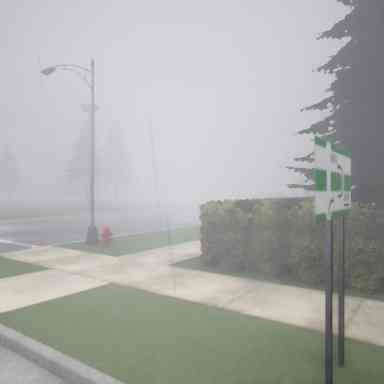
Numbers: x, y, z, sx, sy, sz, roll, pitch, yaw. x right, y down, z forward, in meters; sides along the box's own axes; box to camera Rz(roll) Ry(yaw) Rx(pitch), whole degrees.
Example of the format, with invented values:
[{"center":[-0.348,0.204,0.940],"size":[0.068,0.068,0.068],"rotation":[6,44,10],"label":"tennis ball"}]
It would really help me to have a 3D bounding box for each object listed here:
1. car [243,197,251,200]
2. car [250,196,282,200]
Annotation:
[{"center":[10.515,1.547,57.659],"size":[2.033,1.411,5.357],"rotation":[0,0,38],"label":"car"},{"center":[10.153,1.526,45.286],"size":[1.812,1.442,4.674],"rotation":[0,0,36],"label":"car"}]
